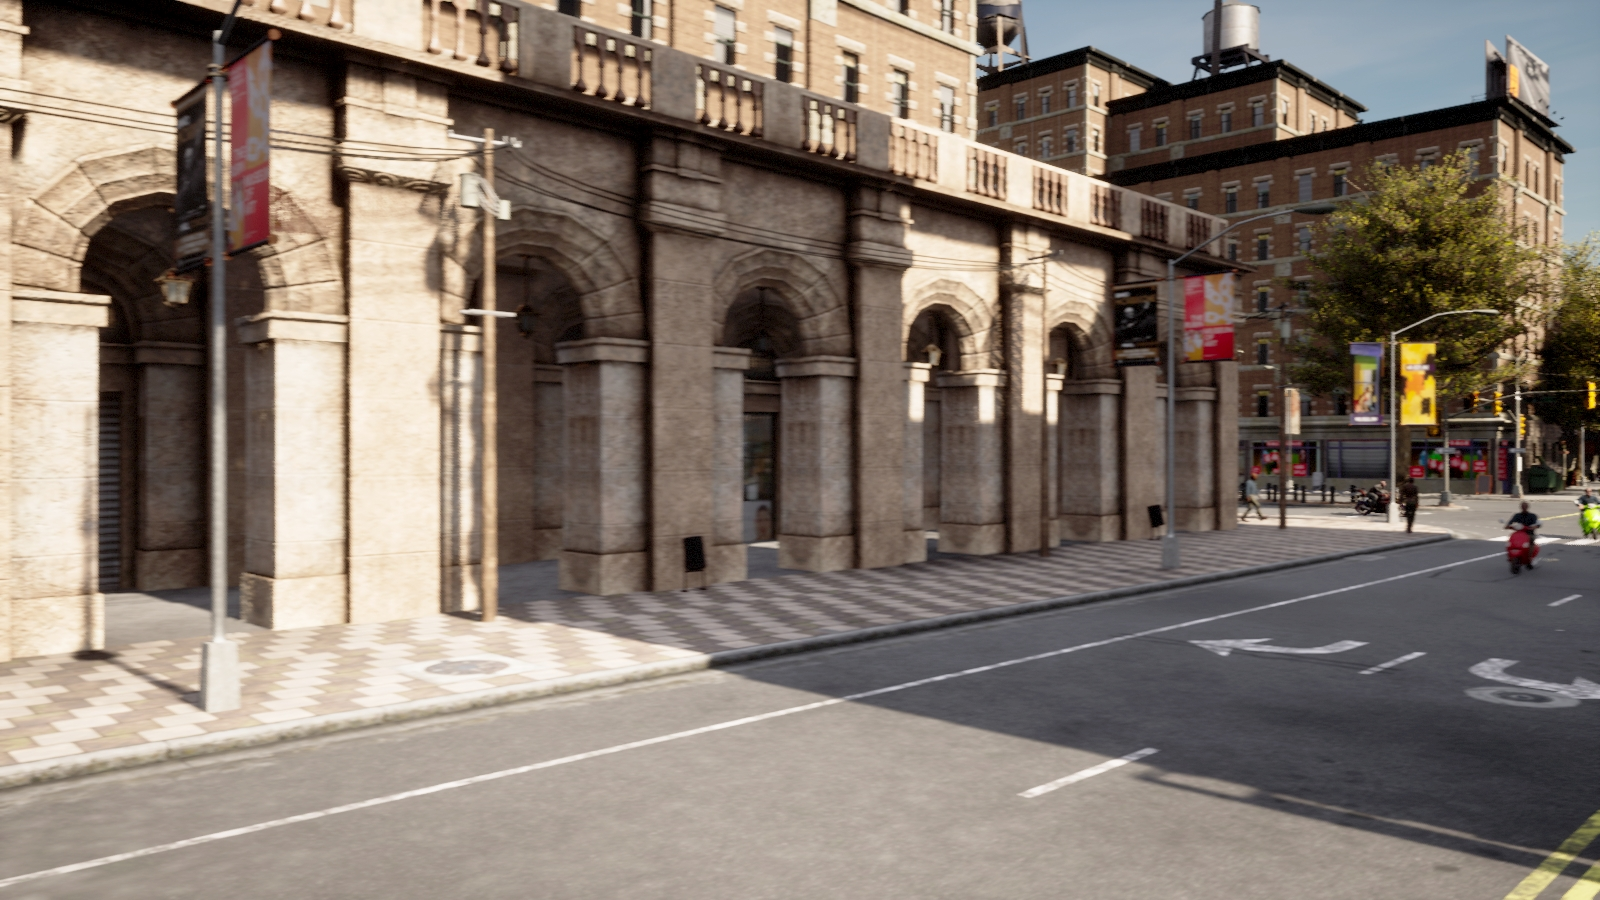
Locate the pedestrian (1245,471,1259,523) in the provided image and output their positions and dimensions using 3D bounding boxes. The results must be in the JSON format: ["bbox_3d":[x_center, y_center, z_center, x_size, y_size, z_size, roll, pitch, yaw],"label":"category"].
[{"bbox_3d":[16.338,1.684,41.311,0.375,1.860,0.375,0,0,42],"label":"pedestrian"}]

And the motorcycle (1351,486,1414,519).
[{"bbox_3d":[24.385,2.193,47.886,0.867,1.251,2.209,-1,0,-34],"label":"motorcycle"}]

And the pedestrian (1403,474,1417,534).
[{"bbox_3d":[19.111,1.687,35.775,0.375,1.860,0.375,0,0,31],"label":"pedestrian"}]
